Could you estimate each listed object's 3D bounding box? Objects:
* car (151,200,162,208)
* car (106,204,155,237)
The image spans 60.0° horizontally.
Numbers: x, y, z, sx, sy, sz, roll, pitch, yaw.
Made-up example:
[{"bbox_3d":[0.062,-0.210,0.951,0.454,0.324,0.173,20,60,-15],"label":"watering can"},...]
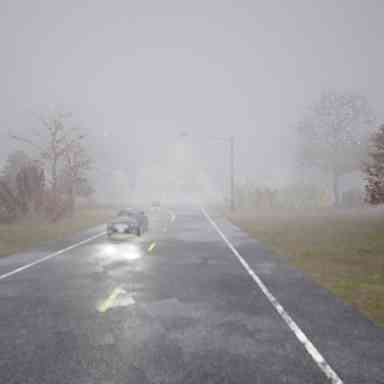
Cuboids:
[{"bbox_3d":[-6.595,2.167,61.075,2.033,1.411,5.357,0,-1,-5],"label":"car"},{"bbox_3d":[-3.640,1.707,19.477,2.128,1.511,4.902,0,-1,0],"label":"car"}]
